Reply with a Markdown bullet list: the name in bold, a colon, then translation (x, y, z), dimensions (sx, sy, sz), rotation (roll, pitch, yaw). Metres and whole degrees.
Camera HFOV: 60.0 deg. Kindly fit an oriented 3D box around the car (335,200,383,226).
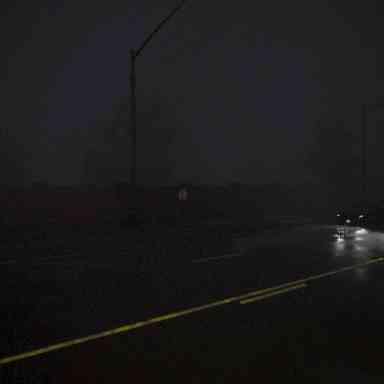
- **car**: translation (11.036, 1.203, 20.464), dimensions (5.357, 1.411, 2.033), rotation (-2, 1, -35)
